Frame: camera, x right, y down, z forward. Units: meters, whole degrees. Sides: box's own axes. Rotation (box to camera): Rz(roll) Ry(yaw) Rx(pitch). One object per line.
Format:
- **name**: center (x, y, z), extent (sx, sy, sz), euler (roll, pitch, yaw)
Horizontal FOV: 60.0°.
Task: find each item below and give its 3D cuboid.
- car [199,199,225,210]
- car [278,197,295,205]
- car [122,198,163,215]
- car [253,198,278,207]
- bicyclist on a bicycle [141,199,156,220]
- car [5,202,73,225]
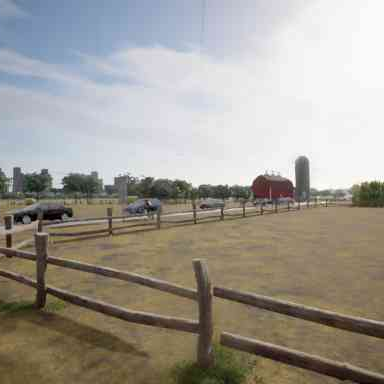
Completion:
- **car**: center (2.759, 1.696, 45.693), extent (1.994, 1.385, 4.181), euler (-2, -1, 35)
- **car**: center (17.303, 1.688, 61.112), extent (2.033, 1.411, 5.357), euler (-2, -2, 35)
- **car**: center (-5.112, 1.465, 34.646), extent (2.097, 1.767, 4.553), euler (-2, -1, 35)
- **car**: center (11.542, 1.680, 53.012), extent (1.895, 1.301, 4.718), euler (-2, -2, 35)
- **bicyclist on a bicycle**: center (-3.522, 1.419, 26.545), extent (1.656, 1.620, 0.582), euler (0, 0, 35)
- **car**: center (-11.594, 1.574, 25.493), extent (1.882, 1.535, 5.008), euler (-2, -1, 35)
